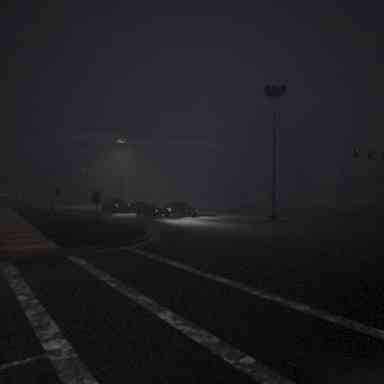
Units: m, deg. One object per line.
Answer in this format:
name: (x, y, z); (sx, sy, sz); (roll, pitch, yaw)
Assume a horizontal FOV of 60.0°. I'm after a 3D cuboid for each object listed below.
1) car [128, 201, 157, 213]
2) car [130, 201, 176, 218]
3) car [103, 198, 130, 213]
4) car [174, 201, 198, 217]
car: (-6.377, 1.819, 42.279); (1.994, 1.385, 4.181); (1, -1, -35)
car: (-3.905, 1.808, 32.658); (1.895, 1.301, 4.718); (1, -1, -35)
car: (-9.066, 1.561, 40.029); (2.097, 1.767, 4.553); (1, -1, -35)
car: (-1.272, 1.759, 35.002); (1.837, 1.490, 4.892); (1, -1, -35)
